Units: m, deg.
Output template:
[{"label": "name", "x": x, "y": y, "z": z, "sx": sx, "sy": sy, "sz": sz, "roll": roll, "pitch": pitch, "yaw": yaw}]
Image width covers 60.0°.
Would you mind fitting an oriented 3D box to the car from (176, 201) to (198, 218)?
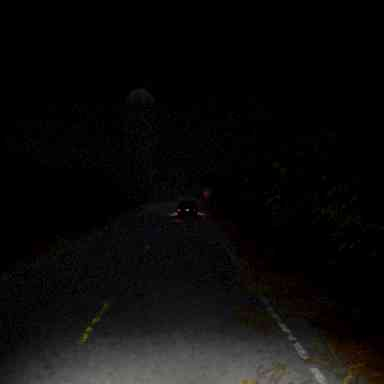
[{"label": "car", "x": -0.424, "y": 1.547, "z": 30.144, "sx": 2.033, "sy": 1.411, "sz": 5.357, "roll": 0, "pitch": 0, "yaw": -1}]
